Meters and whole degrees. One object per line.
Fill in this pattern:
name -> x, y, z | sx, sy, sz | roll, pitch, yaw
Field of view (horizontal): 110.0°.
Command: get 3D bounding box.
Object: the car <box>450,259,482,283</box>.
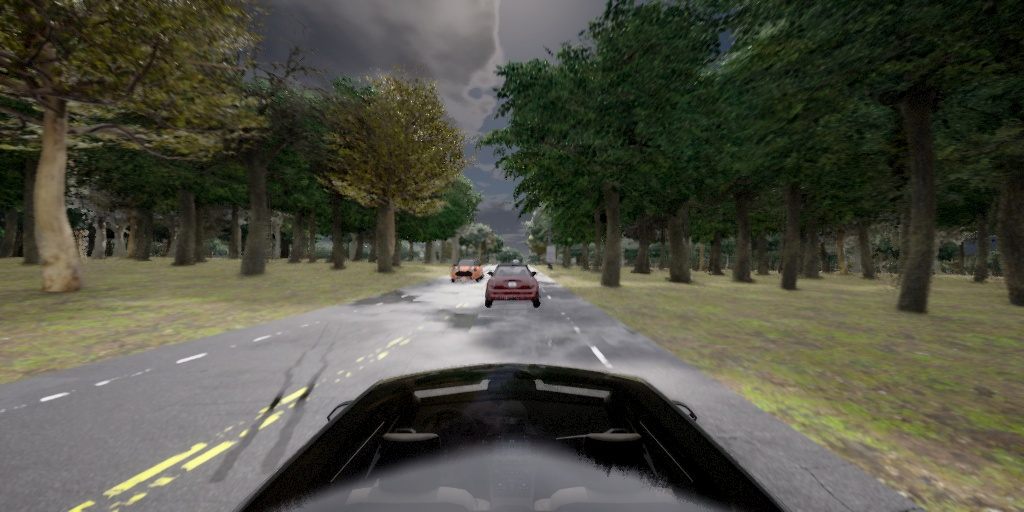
car -> -3.425, 1.004, 27.894 | 2.097, 1.767, 4.553 | 0, 0, 0

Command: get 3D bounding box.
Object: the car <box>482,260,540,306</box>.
car -> 0.023, 1.081, 15.628 | 2.097, 1.767, 4.553 | 0, 0, 0
